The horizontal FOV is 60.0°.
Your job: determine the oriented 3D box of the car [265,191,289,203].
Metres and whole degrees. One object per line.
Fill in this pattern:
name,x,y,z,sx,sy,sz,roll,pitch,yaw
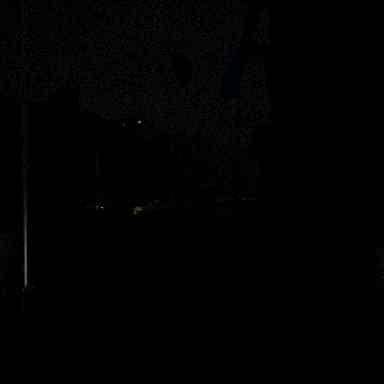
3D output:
car,14.558,0.823,56.689,2.150,2.045,5.566,-1,0,35

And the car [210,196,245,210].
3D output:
car,3.722,1.150,36.809,1.967,1.590,4.097,-1,0,35

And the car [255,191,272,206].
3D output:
car,10.240,0.948,46.098,2.192,1.841,5.009,-1,0,35

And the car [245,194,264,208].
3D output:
car,6.983,1.252,41.454,1.802,1.307,4.206,-1,0,35

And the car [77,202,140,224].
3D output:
car,-6.055,1.389,22.874,2.008,1.369,4.403,0,0,35

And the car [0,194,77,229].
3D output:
car,-10.532,1.129,21.104,2.150,2.045,5.566,-1,0,35

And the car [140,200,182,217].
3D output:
car,-2.698,1.317,27.658,1.752,1.417,4.829,0,0,35
